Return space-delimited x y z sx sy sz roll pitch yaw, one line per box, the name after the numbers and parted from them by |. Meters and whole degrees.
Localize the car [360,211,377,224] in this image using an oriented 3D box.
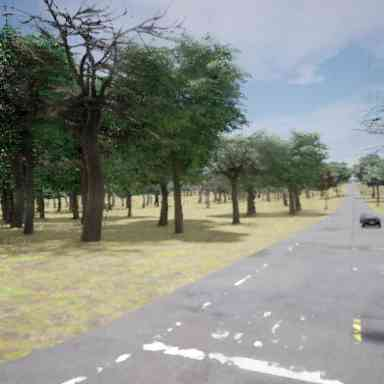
24.821 3.549 46.989 1.882 1.535 5.008 -3 -2 26 | car

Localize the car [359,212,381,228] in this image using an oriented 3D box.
20.810 3.289 38.676 1.882 1.535 5.008 -3 -3 26 | car
